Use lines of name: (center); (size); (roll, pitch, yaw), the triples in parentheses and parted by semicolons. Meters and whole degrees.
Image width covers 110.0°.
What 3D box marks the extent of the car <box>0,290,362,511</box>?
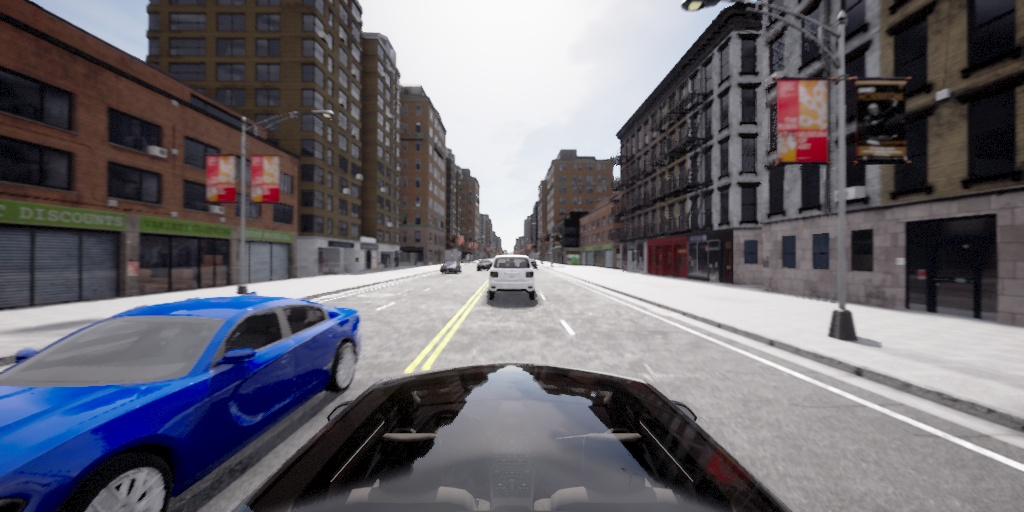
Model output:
car: (-3.374, 1.218, 3.856); (1.882, 1.535, 5.008); (0, 0, 0)

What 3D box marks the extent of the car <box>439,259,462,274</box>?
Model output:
car: (-6.874, 1.277, 40.775); (2.033, 1.411, 5.357); (0, 0, 0)

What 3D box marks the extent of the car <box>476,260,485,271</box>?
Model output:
car: (-3.650, 1.245, 47.509); (1.837, 1.490, 4.892); (0, -1, 0)

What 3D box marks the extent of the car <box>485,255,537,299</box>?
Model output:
car: (-0.022, 0.972, 18.311); (2.150, 2.045, 5.566); (0, 0, 0)

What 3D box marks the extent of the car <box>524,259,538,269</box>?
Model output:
car: (2.960, 1.260, 56.565); (1.837, 1.490, 4.892); (0, 0, 0)
